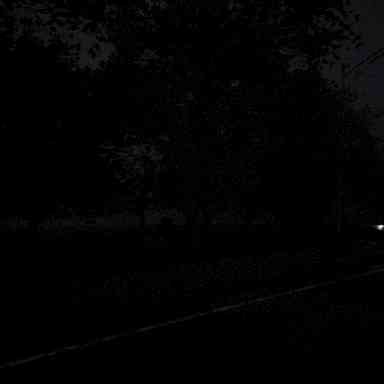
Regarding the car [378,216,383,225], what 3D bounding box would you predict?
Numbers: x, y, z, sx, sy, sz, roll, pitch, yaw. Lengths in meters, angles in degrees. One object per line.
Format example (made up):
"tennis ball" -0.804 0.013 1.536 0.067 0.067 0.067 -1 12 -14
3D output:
"car" 24.627 3.481 40.933 4.181 1.385 1.994 4 -3 -38
